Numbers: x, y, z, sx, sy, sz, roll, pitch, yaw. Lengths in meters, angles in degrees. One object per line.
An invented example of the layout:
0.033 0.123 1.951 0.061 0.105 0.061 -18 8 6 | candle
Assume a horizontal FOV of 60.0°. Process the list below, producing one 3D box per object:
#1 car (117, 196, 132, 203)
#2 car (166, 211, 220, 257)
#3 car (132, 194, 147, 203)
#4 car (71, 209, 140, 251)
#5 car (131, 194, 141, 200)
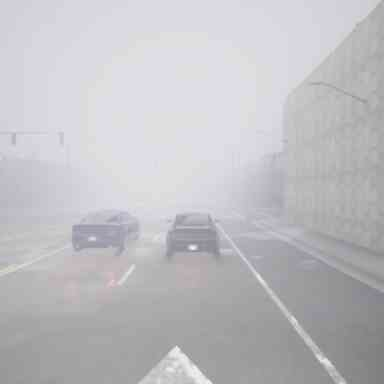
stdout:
-13.995 1.504 67.860 1.812 1.442 4.674 0 0 0 | car
0.045 1.502 12.991 1.837 1.490 4.892 0 0 0 | car
-10.495 1.575 68.051 1.895 1.301 4.718 0 0 0 | car
-3.446 1.473 14.092 1.882 1.535 5.008 0 0 0 | car
-13.994 1.114 83.193 1.812 1.442 4.674 0 0 0 | car
